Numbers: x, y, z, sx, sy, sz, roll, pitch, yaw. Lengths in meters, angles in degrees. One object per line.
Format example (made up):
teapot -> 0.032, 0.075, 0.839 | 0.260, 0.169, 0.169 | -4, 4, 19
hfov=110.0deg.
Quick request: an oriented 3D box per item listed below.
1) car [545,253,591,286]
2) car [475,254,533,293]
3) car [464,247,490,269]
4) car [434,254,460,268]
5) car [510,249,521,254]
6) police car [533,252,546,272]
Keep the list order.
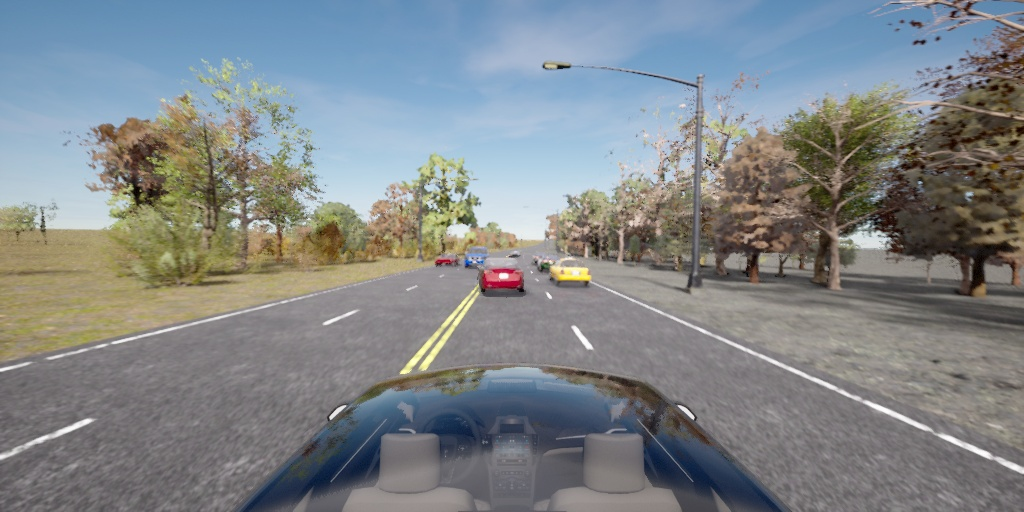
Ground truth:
car -> 3.235, 0.792, 20.712 | 1.801, 1.575, 5.366 | 1, 1, 0
car -> -0.547, 0.814, 16.969 | 2.163, 1.488, 4.792 | 0, 1, -6
car -> -3.287, 0.140, 34.859 | 2.150, 2.045, 5.566 | 1, 1, 1
car -> -6.532, 0.432, 36.515 | 1.895, 1.301, 4.718 | 1, 1, 1
car -> 0.592, -0.245, 64.860 | 1.895, 1.301, 4.718 | -1, 2, 2
police car -> 3.261, 0.573, 31.486 | 2.038, 1.542, 4.974 | 1, 1, 0
